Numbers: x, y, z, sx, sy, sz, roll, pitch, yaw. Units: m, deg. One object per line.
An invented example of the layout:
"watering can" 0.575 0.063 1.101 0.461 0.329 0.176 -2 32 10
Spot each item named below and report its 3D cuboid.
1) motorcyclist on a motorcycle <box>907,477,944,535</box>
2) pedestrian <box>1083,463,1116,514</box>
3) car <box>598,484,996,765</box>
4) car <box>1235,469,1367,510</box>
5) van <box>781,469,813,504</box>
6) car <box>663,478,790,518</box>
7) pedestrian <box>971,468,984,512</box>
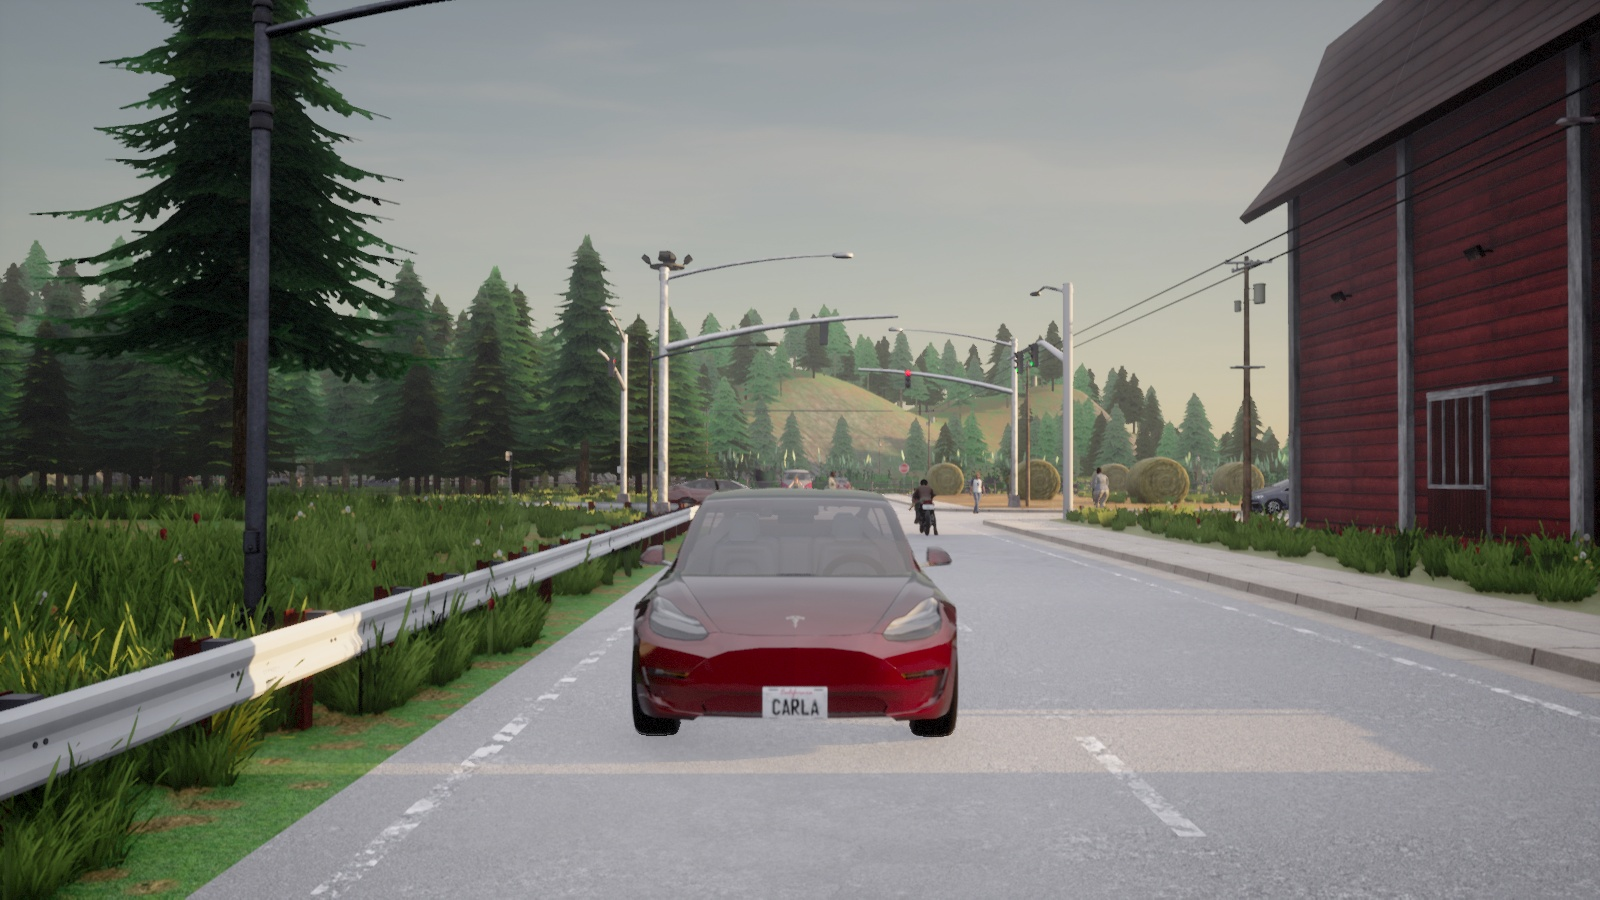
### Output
"motorcyclist on a motorcycle" 3.409 1.512 34.298 0.797 1.523 2.044 0 -1 0
"pedestrian" 10.924 1.394 45.858 0.874 1.855 0.900 0 -1 -9
"car" -0.025 1.016 9.241 2.163 1.488 4.792 0 -1 0
"car" 20.862 1.656 52.463 4.611 1.667 2.242 0 -1 -1
"van" -0.193 2.108 72.817 1.775 1.987 4.442 0 -1 0
"car" -2.791 1.838 48.466 4.792 1.488 2.163 0 -1 -1
"pedestrian" 7.529 1.689 53.322 0.354 1.836 0.706 0 -1 -6
